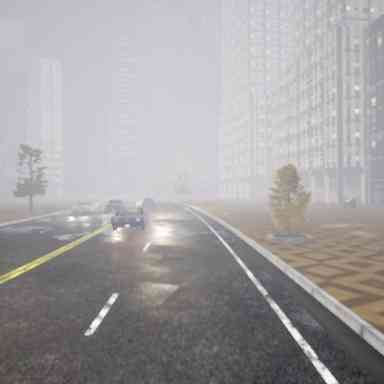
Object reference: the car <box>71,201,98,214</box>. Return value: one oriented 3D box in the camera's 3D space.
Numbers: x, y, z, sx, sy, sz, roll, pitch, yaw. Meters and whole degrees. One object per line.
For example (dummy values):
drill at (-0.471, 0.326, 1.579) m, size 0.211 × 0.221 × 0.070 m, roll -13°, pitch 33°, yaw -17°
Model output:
car at (-11.413, 1.674, 35.462) m, size 1.895 × 1.301 × 4.718 m, roll -1°, pitch 0°, yaw -6°

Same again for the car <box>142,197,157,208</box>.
car at (-5.926, 1.426, 45.718) m, size 1.812 × 1.442 × 4.674 m, roll -1°, pitch 0°, yaw -7°

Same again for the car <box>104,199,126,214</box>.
car at (-8.183, 1.481, 35.803) m, size 1.882 × 1.535 × 5.008 m, roll -1°, pitch 0°, yaw -6°

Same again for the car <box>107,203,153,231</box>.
car at (-3.691, 1.574, 20.574) m, size 1.895 × 1.301 × 4.718 m, roll -1°, pitch 0°, yaw -3°
